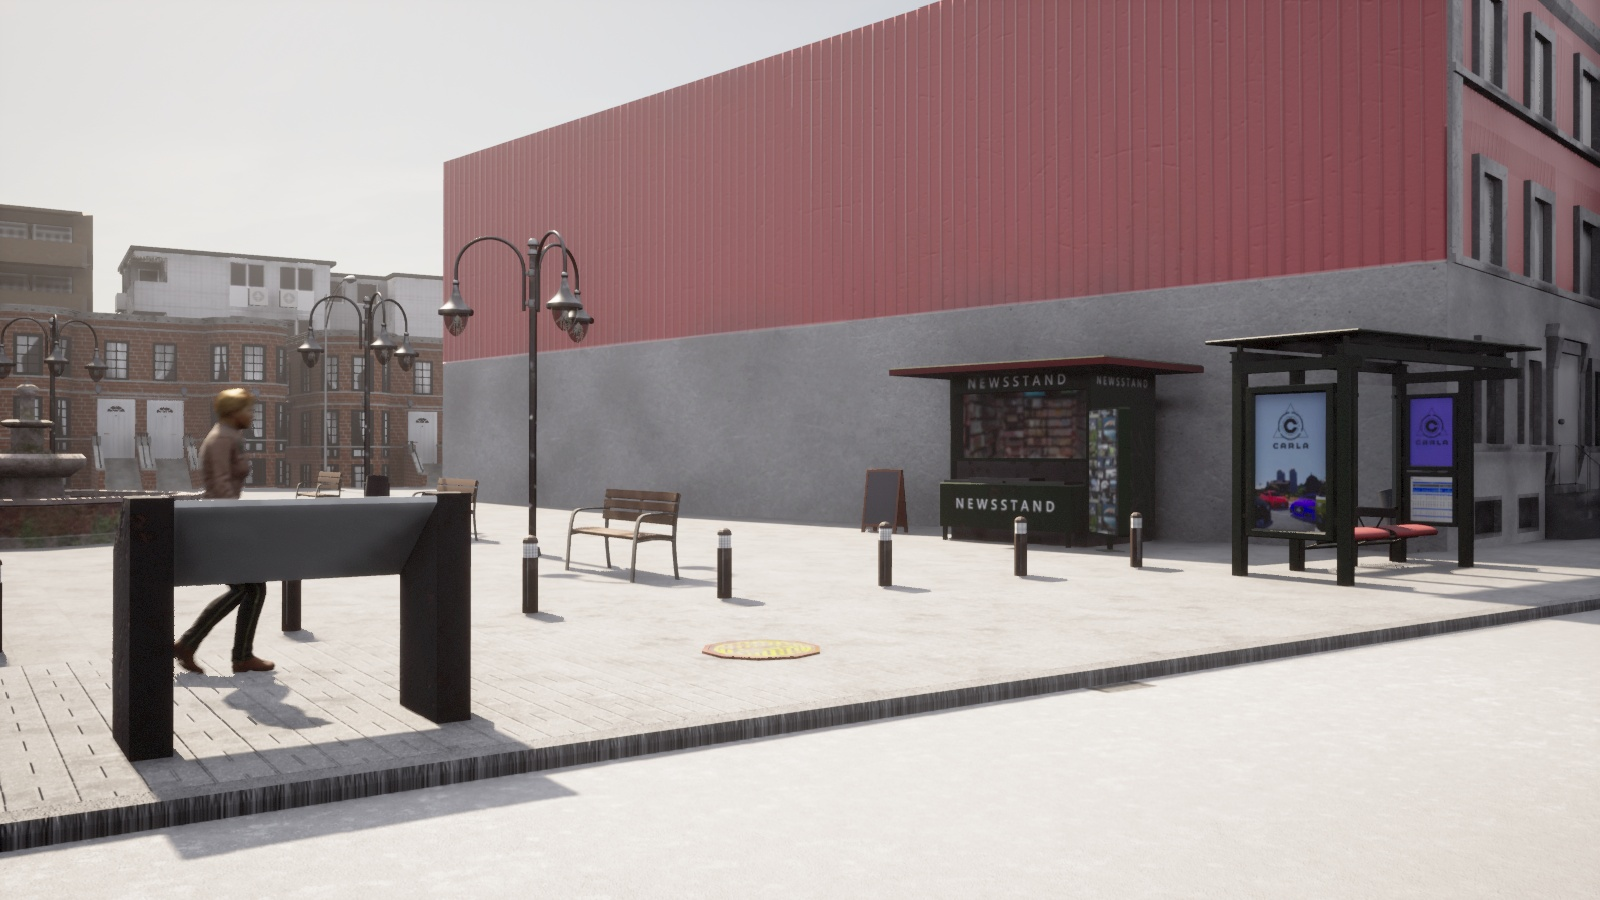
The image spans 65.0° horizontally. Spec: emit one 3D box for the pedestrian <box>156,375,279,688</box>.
[{"bbox_3d":[-3.587,0.481,7.739,0.634,1.846,0.331,0,0,-36],"label":"pedestrian"}]
